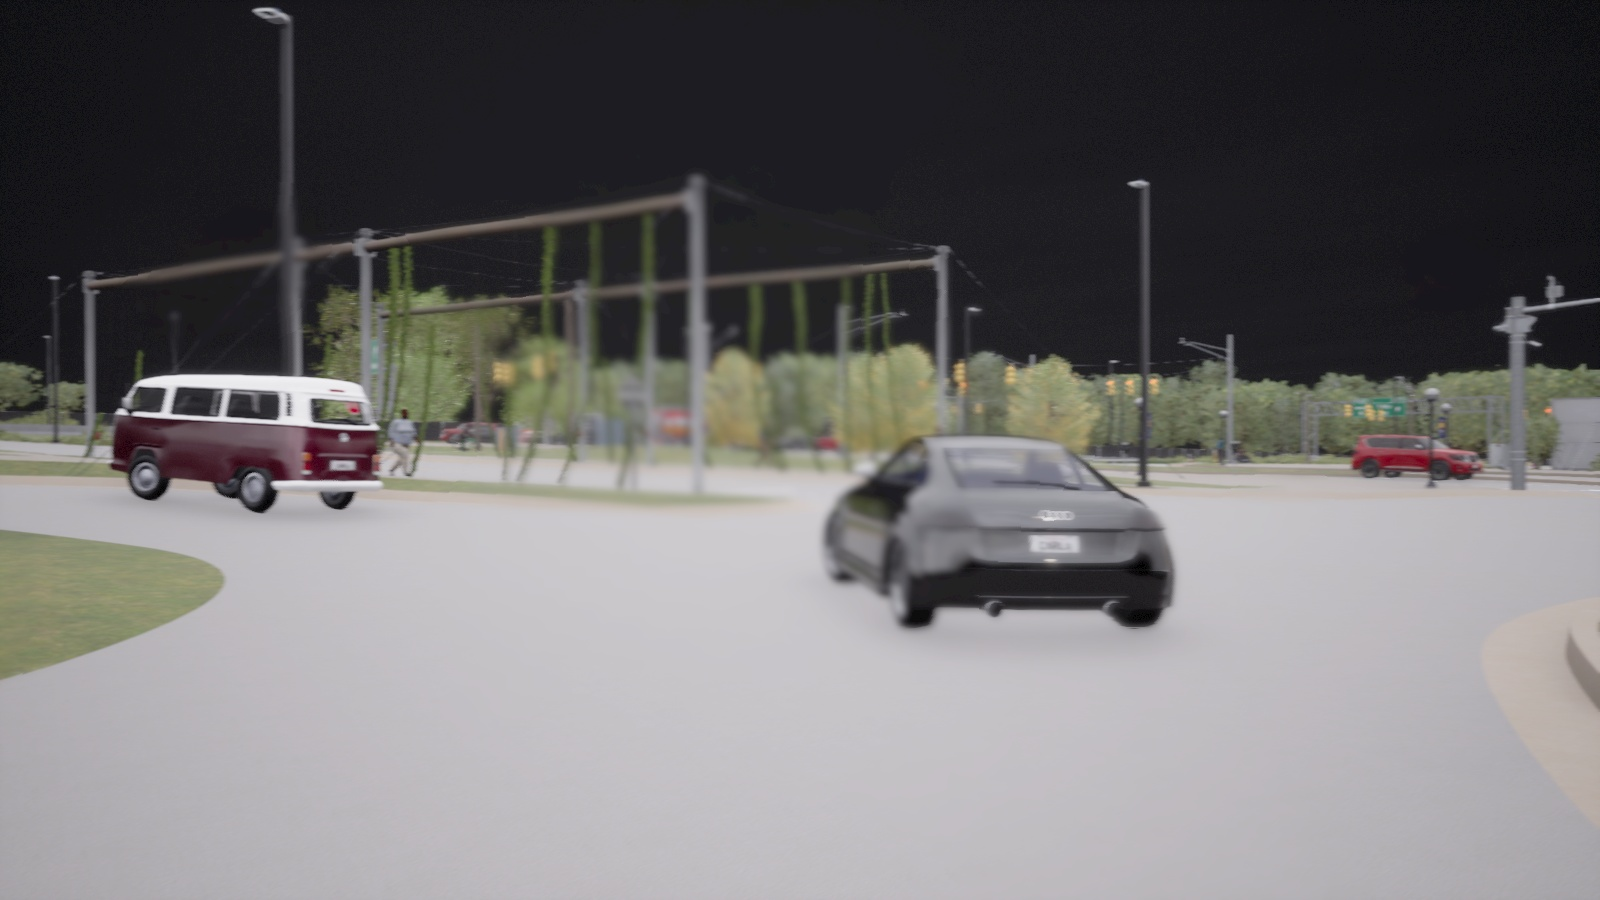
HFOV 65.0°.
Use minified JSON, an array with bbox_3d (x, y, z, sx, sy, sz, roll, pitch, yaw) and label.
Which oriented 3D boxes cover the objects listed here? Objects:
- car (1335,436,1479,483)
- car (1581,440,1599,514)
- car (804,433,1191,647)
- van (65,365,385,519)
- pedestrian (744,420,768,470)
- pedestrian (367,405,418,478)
[{"bbox_3d":[27.708,0.387,57.489,2.150,2.045,5.566,0,1,-35],"label":"car"},{"bbox_3d":[18.126,0.521,24.902,4.193,1.474,1.816,0,0,-4],"label":"car"},{"bbox_3d":[1.337,0.579,10.390,1.994,1.385,4.181,1,1,-8],"label":"car"},{"bbox_3d":[-8.977,-0.156,19.577,4.480,2.038,2.069,4,0,26],"label":"van"},{"bbox_3d":[-1.637,-0.195,46.596,0.694,1.848,0.540,0,0,33],"label":"pedestrian"},{"bbox_3d":[-10.594,-0.213,32.636,0.900,1.855,0.874,0,0,34],"label":"pedestrian"}]
